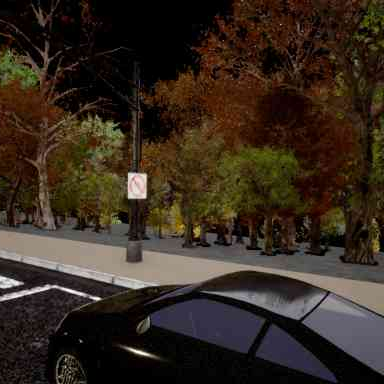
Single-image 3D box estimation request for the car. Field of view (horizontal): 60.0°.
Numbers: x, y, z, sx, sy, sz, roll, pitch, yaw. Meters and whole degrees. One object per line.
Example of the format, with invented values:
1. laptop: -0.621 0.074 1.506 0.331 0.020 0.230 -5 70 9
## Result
1. car: 0.368 1.564 3.425 4.181 1.385 1.994 0 0 36
